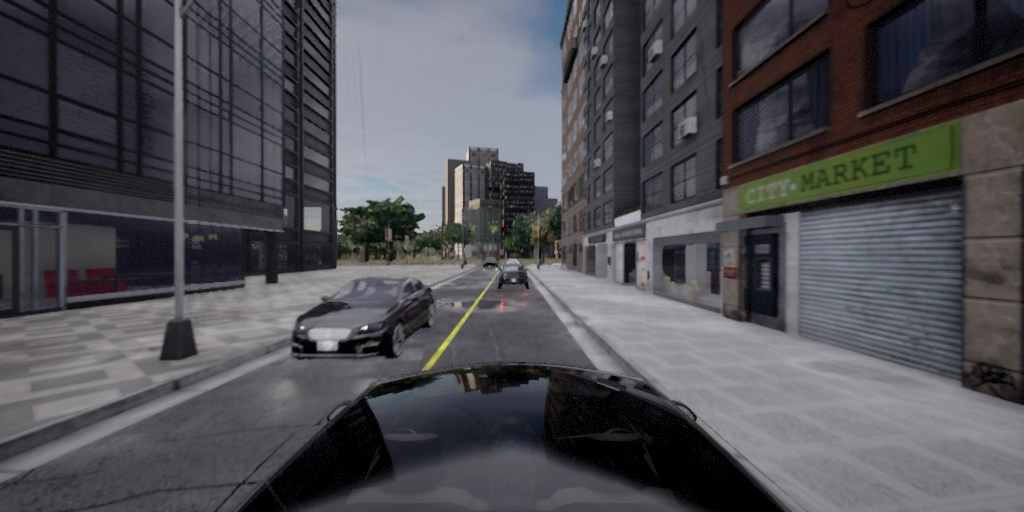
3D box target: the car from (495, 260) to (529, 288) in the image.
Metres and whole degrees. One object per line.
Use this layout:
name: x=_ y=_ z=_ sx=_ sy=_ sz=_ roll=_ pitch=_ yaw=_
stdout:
car: x=0.101 y=1.190 z=22.774 sx=1.812 sy=1.442 sz=4.674 roll=0 pitch=1 yaw=0

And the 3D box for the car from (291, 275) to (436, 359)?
car: x=-3.099 y=1.232 z=8.470 sx=2.128 sy=1.511 sz=4.902 roll=0 pitch=0 yaw=0

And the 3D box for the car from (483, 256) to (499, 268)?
car: x=-2.994 y=0.812 z=51.294 sx=2.097 sy=1.767 sz=4.553 roll=0 pitch=0 yaw=0
